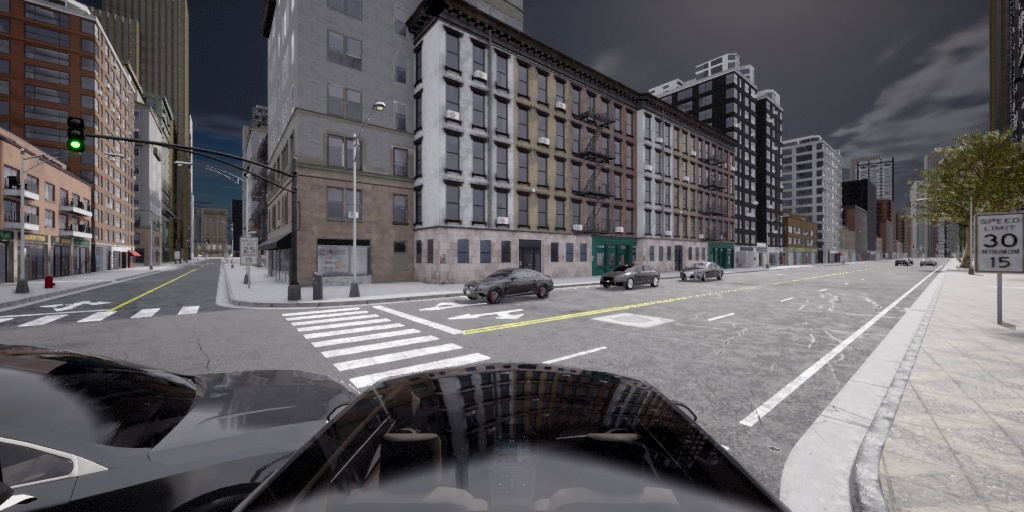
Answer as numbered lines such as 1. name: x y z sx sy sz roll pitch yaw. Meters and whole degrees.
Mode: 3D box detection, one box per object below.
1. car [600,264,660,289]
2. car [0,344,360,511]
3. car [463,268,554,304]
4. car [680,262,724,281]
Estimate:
1. car: 7.629 1.258 22.972 4.892 1.490 1.837 0 0 -39
2. car: -3.224 1.257 1.765 4.892 1.490 1.837 0 0 -35
3. car: -0.056 1.286 16.740 4.674 1.442 1.812 0 0 -39
4. car: 15.633 1.235 29.451 4.902 1.511 2.128 0 0 -39
